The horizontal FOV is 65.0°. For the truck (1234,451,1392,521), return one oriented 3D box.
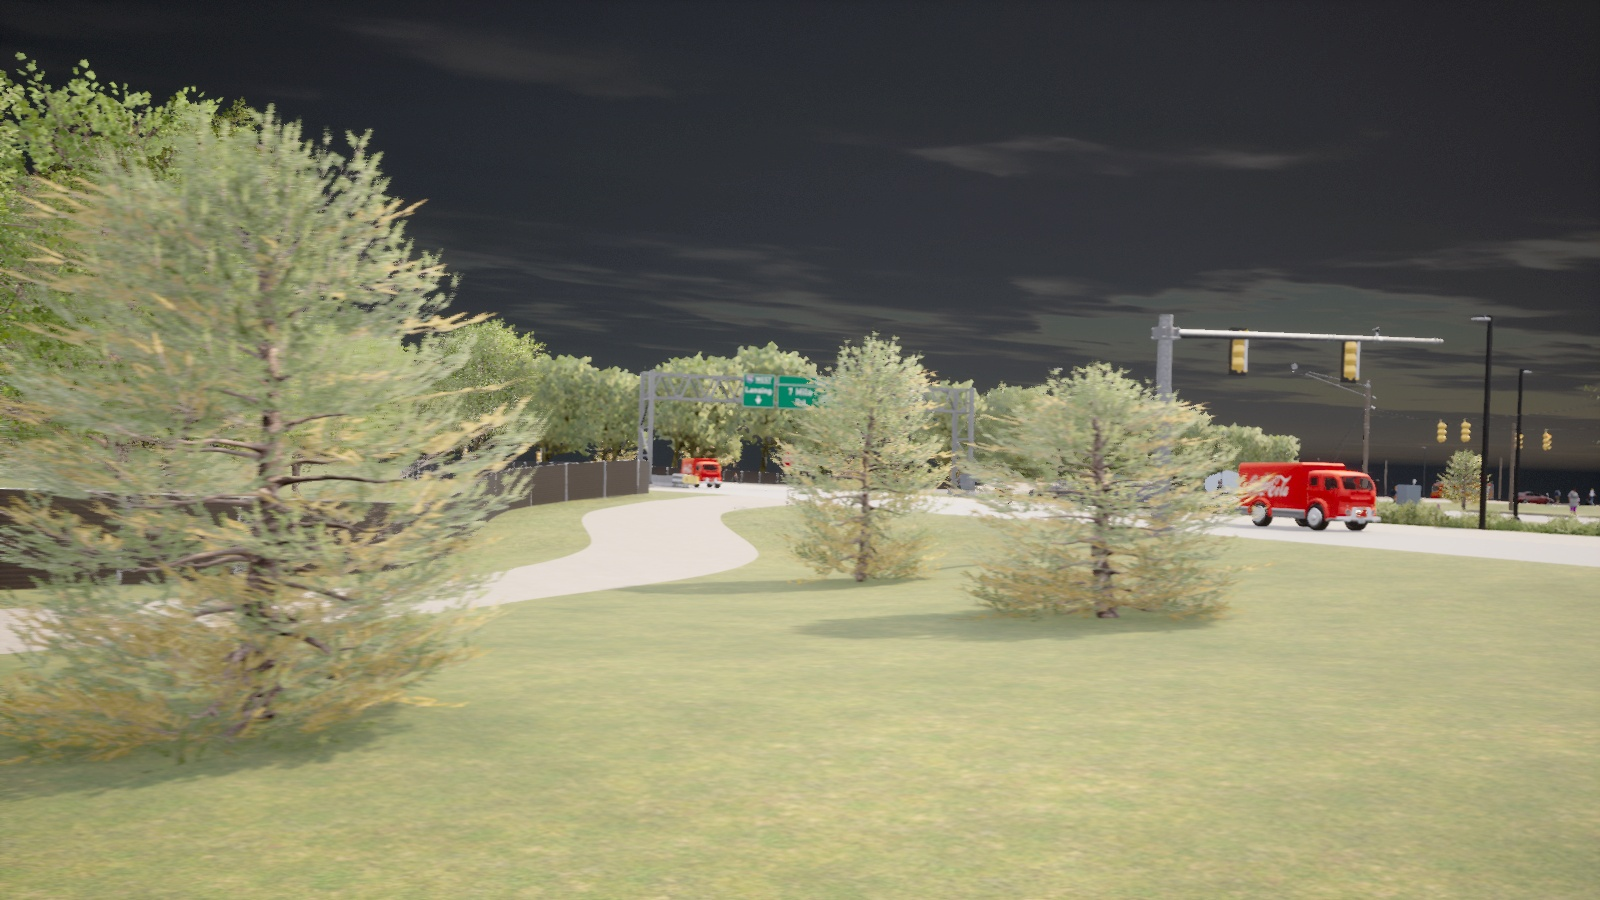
[{"bbox_3d":[19.105,1.309,47.059,2.627,2.467,5.204,1,-1,-22],"label":"truck"}]
